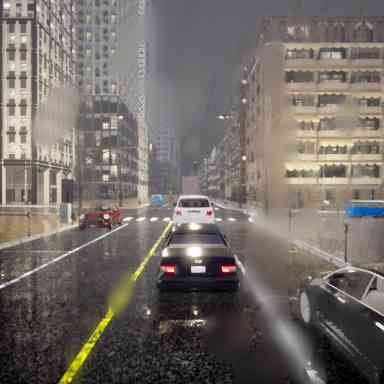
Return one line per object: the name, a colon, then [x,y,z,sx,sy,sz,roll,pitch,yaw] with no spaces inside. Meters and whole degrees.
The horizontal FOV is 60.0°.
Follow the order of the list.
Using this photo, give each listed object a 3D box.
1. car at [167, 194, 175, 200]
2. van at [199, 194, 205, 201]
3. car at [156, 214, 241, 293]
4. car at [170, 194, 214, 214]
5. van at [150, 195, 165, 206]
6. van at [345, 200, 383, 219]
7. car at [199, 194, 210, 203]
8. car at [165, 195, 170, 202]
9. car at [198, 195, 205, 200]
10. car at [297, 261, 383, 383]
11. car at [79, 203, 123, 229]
car: [-5.795,1.485,92.463,1.967,1.590,4.097,0,0,0]
van: [2.591,1.381,86.923,1.690,1.788,3.998,0,0,0]
car: [0.094,1.548,8.969,2.033,1.411,5.357,0,0,-1]
car: [0.084,1.223,19.221,2.150,2.045,5.566,0,0,0]
van: [-5.751,1.355,53.606,1.690,1.788,3.998,0,0,0]
van: [16.894,1.708,31.891,3.998,1.788,1.690,1,-1,0]
car: [2.610,1.341,70.270,2.192,1.841,5.009,0,0,0]
car: [-5.776,1.556,75.640,1.752,1.417,4.829,0,0,0]
car: [2.586,1.596,92.473,2.008,1.369,4.403,0,0,0]
car: [2.685,1.551,4.195,2.008,1.369,4.403,0,0,0]
car: [-5.715,1.442,21.132,1.967,1.590,4.097,0,0,0]
